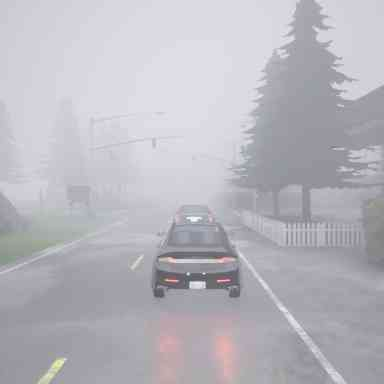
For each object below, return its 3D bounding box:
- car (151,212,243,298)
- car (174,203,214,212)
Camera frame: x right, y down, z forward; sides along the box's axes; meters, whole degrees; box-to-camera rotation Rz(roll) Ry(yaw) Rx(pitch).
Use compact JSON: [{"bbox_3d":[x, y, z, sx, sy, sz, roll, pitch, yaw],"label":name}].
[{"bbox_3d":[0.100,1.492,8.517,2.128,1.511,4.902,0,0,0],"label":"car"},{"bbox_3d":[0.101,1.352,17.670,2.097,1.767,4.553,0,0,0],"label":"car"}]
